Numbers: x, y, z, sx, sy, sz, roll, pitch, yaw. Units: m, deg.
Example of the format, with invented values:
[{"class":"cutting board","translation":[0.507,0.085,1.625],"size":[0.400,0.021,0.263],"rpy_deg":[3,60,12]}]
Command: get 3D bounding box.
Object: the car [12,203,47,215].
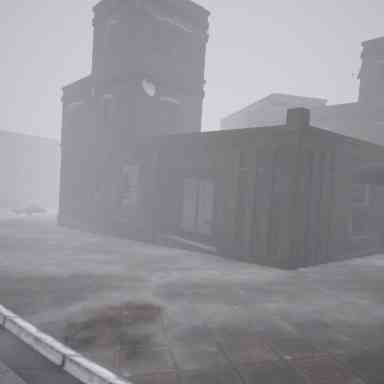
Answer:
[{"class":"car","translation":[-20.223,2.105,41.609],"size":[2.033,1.411,5.357],"rpy_deg":[4,-2,3]}]
